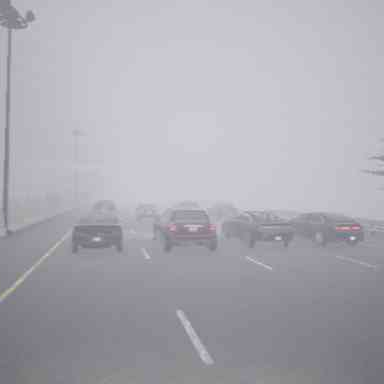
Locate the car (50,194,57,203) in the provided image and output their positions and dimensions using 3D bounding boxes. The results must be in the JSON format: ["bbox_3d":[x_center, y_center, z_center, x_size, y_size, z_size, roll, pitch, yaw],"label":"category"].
[{"bbox_3d":[-26.901,1.373,64.500,2.150,2.045,5.566,1,-1,-14],"label":"car"}]

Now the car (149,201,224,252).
[{"bbox_3d":[-0.458,1.449,14.682,2.097,1.767,4.553,1,-1,-14],"label":"car"}]

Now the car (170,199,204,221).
[{"bbox_3d":[-0.578,1.556,30.057,2.097,1.767,4.553,1,-1,-14],"label":"car"}]

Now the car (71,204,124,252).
[{"bbox_3d":[-3.948,1.523,14.226,1.882,1.535,5.008,1,0,-14],"label":"car"}]

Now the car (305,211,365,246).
[{"bbox_3d":[6.289,1.717,16.556,1.837,1.490,4.892,1,0,-14],"label":"car"}]

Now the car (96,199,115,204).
[{"bbox_3d":[-7.383,1.446,28.420,2.097,1.767,4.553,1,-1,-14],"label":"car"}]

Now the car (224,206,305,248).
[{"bbox_3d":[2.893,1.647,15.710,2.128,1.511,4.902,1,0,-14],"label":"car"}]

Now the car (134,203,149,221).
[{"bbox_3d":[-3.964,1.698,29.150,2.033,1.411,5.357,1,0,-14],"label":"car"}]

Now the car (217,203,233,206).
[{"bbox_3d":[2.772,1.754,31.086,2.128,1.511,4.902,1,0,-13],"label":"car"}]
